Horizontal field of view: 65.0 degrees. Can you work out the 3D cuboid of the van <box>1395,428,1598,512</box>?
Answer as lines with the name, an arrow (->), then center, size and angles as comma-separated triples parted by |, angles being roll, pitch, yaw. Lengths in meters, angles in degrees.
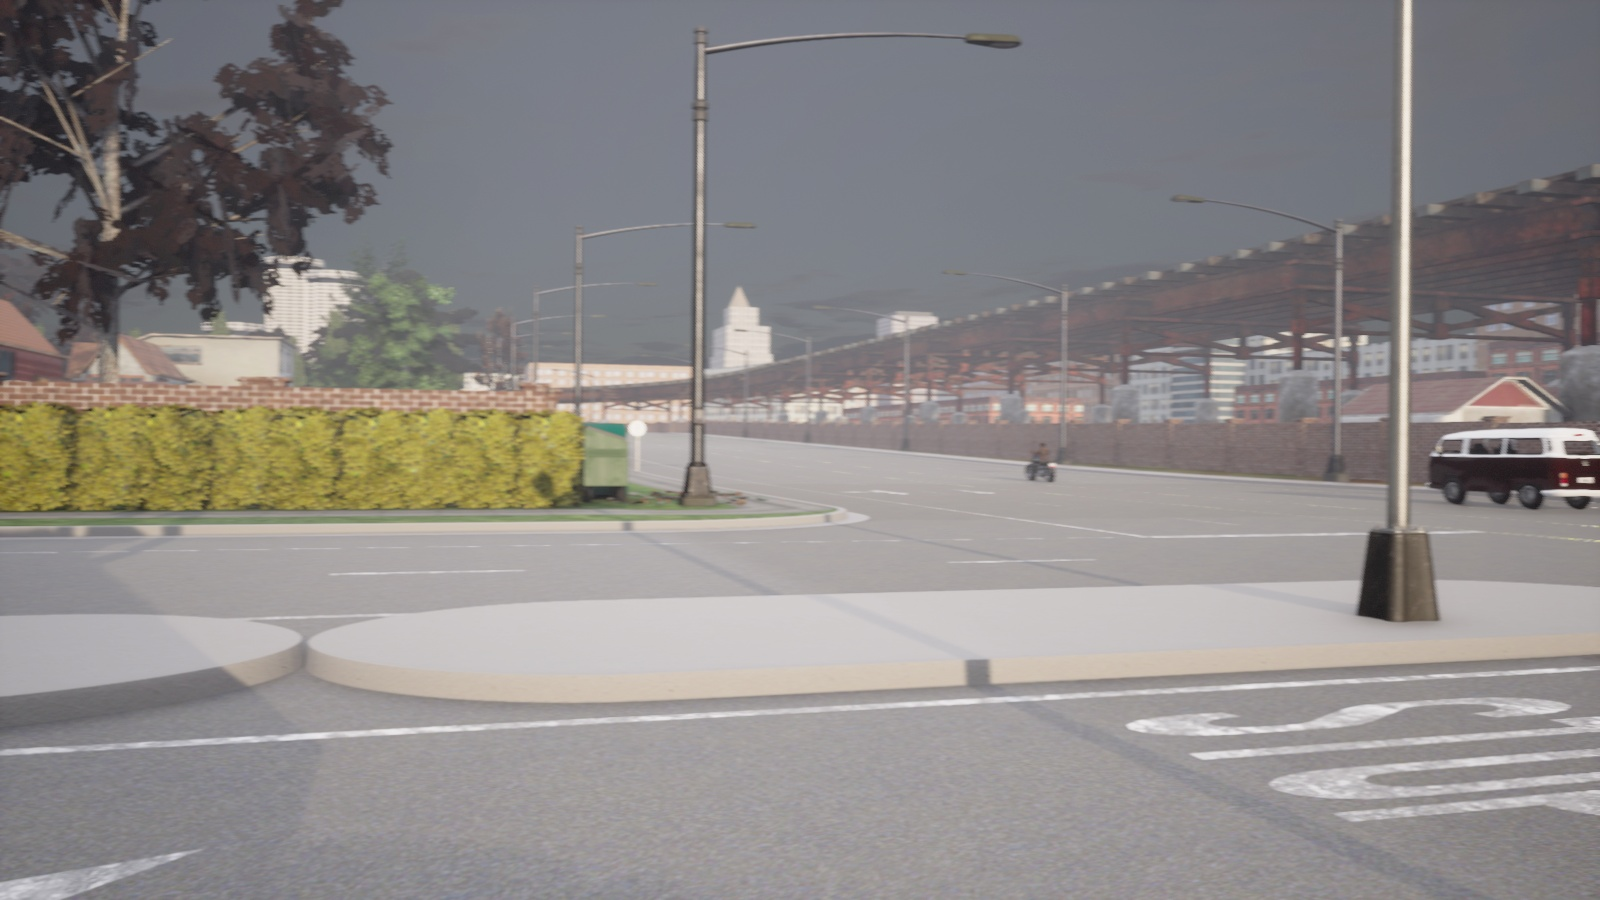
van -> 18.154, 0.480, 32.995 | 2.069, 2.038, 4.480 | 0, 0, -17

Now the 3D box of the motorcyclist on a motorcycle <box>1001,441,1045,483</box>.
motorcyclist on a motorcycle -> 9.080, 0.486, 51.204 | 0.766, 1.649, 2.350 | 0, 1, -17
